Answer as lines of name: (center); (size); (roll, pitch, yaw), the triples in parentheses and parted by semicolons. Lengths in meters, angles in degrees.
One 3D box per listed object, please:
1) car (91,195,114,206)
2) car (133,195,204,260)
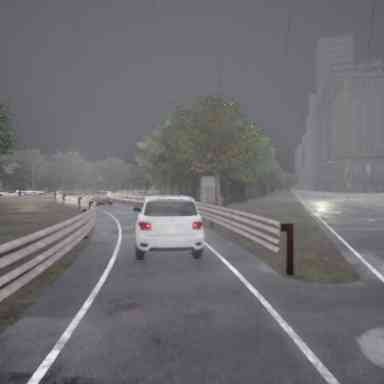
car: (-11.513, 1.089, 42.375); (1.895, 1.301, 4.718); (0, 1, -29)
car: (-0.978, 1.127, 12.369); (2.150, 2.045, 5.566); (0, 1, -9)
